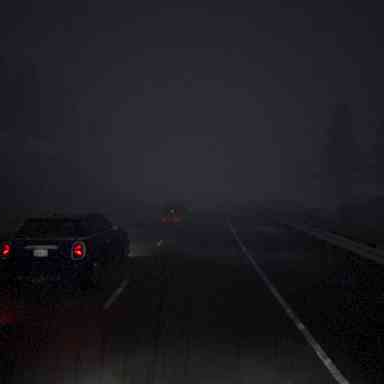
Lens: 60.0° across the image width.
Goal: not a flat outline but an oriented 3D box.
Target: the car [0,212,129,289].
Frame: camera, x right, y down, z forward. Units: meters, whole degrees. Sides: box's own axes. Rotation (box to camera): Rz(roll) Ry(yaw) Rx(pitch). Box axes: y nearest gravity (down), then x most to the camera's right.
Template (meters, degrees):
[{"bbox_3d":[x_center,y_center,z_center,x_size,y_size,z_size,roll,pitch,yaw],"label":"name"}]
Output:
[{"bbox_3d":[-3.198,1.332,9.297,2.097,1.767,4.553,0,0,2],"label":"car"}]

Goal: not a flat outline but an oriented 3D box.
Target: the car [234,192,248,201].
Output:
[{"bbox_3d":[11.897,1.073,82.973,2.150,2.045,5.566,0,0,14],"label":"car"}]

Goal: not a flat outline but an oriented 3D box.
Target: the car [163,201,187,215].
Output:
[{"bbox_3d":[-1.617,1.536,33.455,1.895,1.301,4.718,0,0,6],"label":"car"}]
